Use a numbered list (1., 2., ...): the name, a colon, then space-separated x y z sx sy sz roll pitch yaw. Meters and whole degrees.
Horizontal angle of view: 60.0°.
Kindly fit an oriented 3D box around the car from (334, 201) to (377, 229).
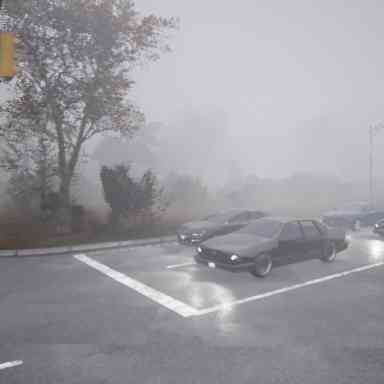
1. car: 9.674 1.340 19.478 5.008 1.535 1.882 -1 0 -35

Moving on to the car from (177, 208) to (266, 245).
1. car: 1.703 1.438 13.775 4.892 1.490 1.837 0 0 -33

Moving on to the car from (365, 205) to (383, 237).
1. car: 10.883 1.417 16.045 5.357 1.411 2.033 -1 0 -35

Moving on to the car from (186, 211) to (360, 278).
1. car: 2.677 1.490 10.202 5.357 1.411 2.033 -1 0 -36
